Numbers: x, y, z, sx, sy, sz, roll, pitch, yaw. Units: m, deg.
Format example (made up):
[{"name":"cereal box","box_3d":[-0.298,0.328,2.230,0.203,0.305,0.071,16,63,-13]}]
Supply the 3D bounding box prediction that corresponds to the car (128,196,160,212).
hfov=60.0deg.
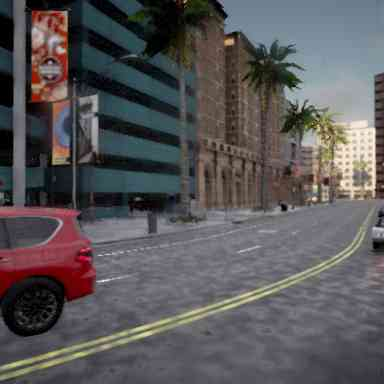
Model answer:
[{"name":"car","box_3d":[-6.387,1.528,44.575,2.435,2.045,5.566,0,-1,30]}]

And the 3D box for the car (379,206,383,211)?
[{"name":"car","box_3d":[19.421,1.891,32.495,1.994,1.385,4.181,0,-1,30]}]

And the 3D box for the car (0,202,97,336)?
[{"name":"car","box_3d":[-4.361,1.289,5.275,5.566,2.045,2.150,0,0,-36]}]

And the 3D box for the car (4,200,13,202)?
[{"name":"car","box_3d":[-32.764,2.112,59.074,2.161,1.482,4.786,0,-1,30]}]

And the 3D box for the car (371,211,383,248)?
[{"name":"car","box_3d":[9.239,1.752,14.876,1.895,1.301,4.718,0,-1,32]}]
